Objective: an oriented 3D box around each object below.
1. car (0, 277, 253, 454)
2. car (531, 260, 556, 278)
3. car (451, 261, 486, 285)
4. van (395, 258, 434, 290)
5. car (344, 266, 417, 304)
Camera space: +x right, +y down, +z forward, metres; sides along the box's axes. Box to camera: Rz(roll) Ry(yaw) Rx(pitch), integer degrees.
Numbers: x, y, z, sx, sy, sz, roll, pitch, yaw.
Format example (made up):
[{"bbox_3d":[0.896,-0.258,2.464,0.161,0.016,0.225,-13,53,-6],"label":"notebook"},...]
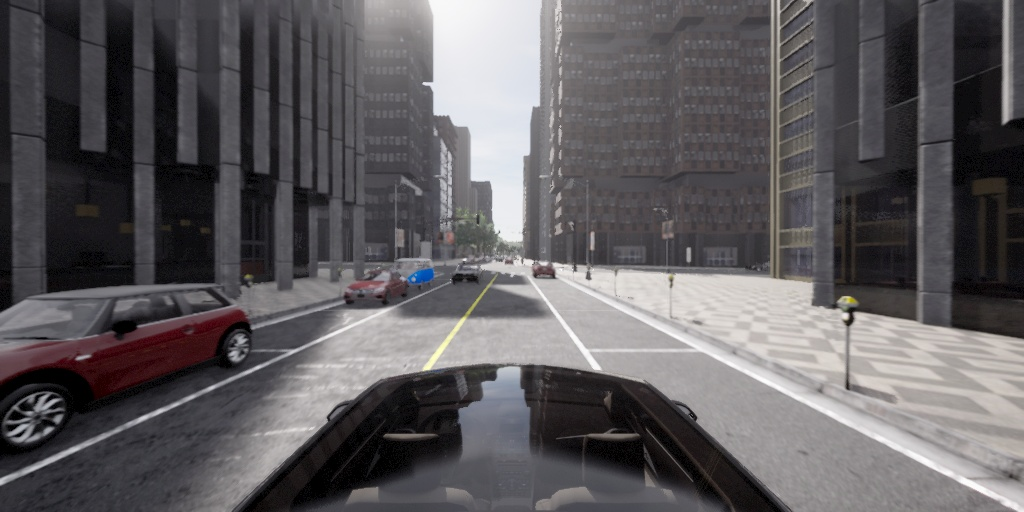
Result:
[{"bbox_3d":[-5.763,1.175,4.890,1.967,1.591,4.097,0,0,0],"label":"car"},{"bbox_3d":[2.764,1.085,32.094,1.967,1.591,4.097,0,0,0],"label":"car"},{"bbox_3d":[-3.077,1.267,25.570,1.895,1.301,4.718,0,0,0],"label":"car"},{"bbox_3d":[-5.762,1.021,21.210,1.690,1.789,3.998,0,0,0],"label":"van"},{"bbox_3d":[-5.762,1.279,15.769,1.802,1.307,4.207,0,0,0],"label":"car"}]
